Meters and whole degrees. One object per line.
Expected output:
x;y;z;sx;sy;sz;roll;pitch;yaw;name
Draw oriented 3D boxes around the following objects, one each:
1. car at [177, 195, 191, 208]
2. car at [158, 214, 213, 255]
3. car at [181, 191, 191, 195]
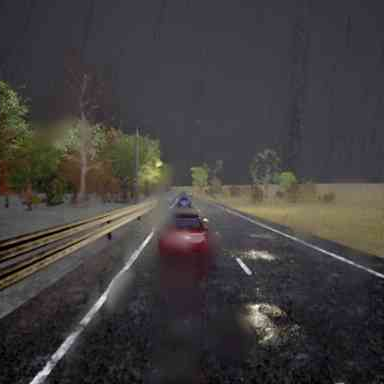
-1.131;1.506;48.096;1.812;1.442;4.674;0;0;-1;car
-0.269;1.559;13.383;1.994;1.385;4.181;0;0;-1;car
-1.896;1.288;78.979;2.097;1.767;4.553;0;0;-1;car
